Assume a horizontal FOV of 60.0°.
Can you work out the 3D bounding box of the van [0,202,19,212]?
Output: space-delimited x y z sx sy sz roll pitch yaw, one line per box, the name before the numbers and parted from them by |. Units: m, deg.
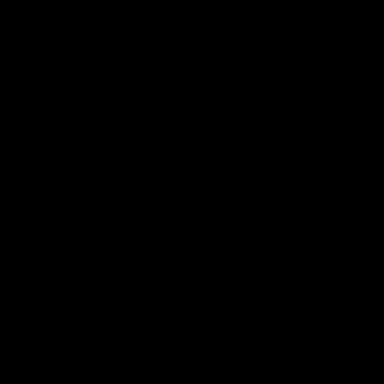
van | -44.956 3.665 81.760 1.878 1.987 4.442 1 1 19
